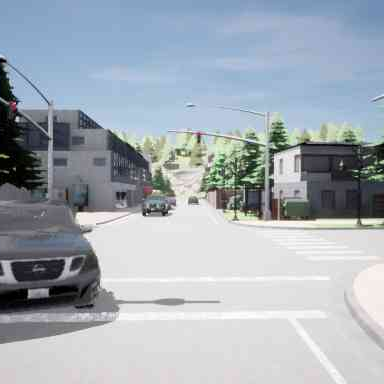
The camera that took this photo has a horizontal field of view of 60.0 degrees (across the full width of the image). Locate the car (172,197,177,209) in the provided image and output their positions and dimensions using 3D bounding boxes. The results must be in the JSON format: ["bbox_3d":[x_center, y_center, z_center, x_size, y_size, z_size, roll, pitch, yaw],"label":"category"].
[{"bbox_3d":[-3.499,1.492,42.724,2.128,1.511,4.902,0,0,0],"label":"car"}]

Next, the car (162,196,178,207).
[{"bbox_3d":[-3.459,1.492,52.992,2.128,1.511,4.902,0,0,0],"label":"car"}]

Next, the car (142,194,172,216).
[{"bbox_3d":[-3.525,1.221,32.674,2.150,2.045,5.566,0,0,0],"label":"car"}]

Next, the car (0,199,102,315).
[{"bbox_3d":[-3.667,1.223,7.609,2.150,2.045,5.566,2,-1,-28],"label":"car"}]

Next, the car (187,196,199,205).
[{"bbox_3d":[0.239,1.505,59.528,1.837,1.490,4.892,0,0,0],"label":"car"}]
